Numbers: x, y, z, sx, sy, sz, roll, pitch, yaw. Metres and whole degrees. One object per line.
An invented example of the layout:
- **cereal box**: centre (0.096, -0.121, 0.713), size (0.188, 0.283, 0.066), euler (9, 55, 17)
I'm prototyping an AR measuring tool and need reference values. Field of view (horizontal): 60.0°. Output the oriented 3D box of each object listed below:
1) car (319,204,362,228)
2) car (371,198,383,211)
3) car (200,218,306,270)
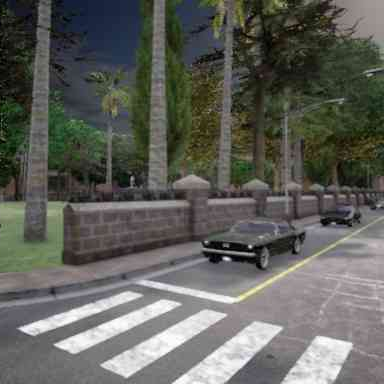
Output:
- **car**: centre (10.167, 1.518, 22.444), size (2.033, 1.411, 5.357), euler (-1, 0, 35)
- **car**: centre (22.732, 1.459, 39.926), size (2.128, 1.511, 4.902), euler (-1, 0, 36)
- **car**: centre (2.255, 1.599, 11.333), size (1.895, 1.301, 4.718), euler (-1, 0, 36)
